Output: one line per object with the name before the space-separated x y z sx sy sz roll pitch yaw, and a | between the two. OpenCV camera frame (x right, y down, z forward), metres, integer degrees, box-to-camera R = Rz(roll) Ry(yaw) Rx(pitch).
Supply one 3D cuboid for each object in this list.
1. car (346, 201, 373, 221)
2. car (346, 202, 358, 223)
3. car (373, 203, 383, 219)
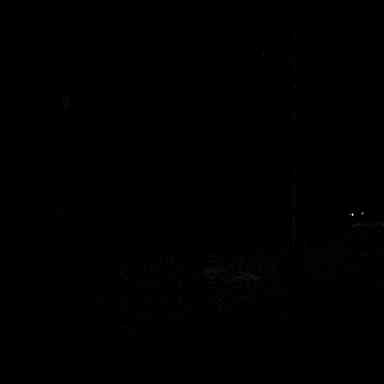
car | 10.885 1.209 26.595 2.150 2.045 5.566 0 0 -35
car | 9.347 1.540 24.374 1.947 1.339 4.313 0 0 -35
car | 15.885 1.580 29.030 1.947 1.339 4.313 0 0 -35
